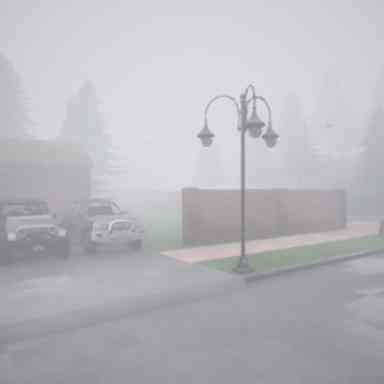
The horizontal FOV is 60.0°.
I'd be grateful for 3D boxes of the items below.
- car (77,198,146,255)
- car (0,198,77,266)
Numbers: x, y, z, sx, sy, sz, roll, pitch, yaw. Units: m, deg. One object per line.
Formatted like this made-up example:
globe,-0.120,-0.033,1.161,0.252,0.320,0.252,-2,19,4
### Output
car,-3.598,1.162,12.758,1.932,1.855,4.605,0,0,-35
car,-5.420,1.169,10.982,1.905,1.878,3.866,0,0,-35
